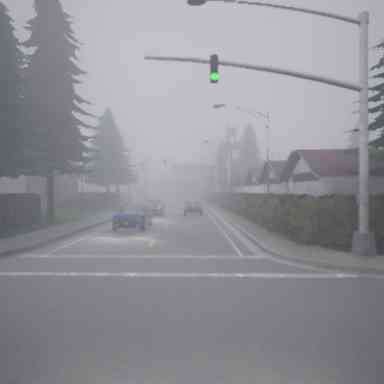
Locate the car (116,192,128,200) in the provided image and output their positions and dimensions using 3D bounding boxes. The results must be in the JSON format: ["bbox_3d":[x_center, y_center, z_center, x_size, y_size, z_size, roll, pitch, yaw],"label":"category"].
[{"bbox_3d":[-16.797,0.993,75.293,3.866,1.878,1.905,0,0,-1],"label":"car"}]

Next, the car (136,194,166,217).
[{"bbox_3d":[-3.594,1.321,30.856,2.097,1.767,4.553,0,0,0],"label":"car"}]

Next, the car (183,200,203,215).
[{"bbox_3d":[0.094,1.510,33.231,2.033,1.411,5.357,0,0,0],"label":"car"}]

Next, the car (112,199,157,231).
[{"bbox_3d":[-3.595,1.460,20.702,1.882,1.535,5.008,0,0,0],"label":"car"}]
